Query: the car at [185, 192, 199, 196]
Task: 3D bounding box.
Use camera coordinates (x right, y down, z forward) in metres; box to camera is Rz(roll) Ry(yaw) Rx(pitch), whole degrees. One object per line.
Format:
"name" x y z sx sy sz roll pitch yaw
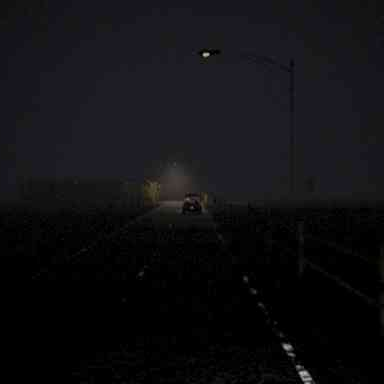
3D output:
"car" 0.010 1.051 44.781 2.150 2.045 5.566 0 1 0

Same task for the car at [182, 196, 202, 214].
"car" 0.000 1.438 33.651 1.994 1.385 4.181 0 0 0
